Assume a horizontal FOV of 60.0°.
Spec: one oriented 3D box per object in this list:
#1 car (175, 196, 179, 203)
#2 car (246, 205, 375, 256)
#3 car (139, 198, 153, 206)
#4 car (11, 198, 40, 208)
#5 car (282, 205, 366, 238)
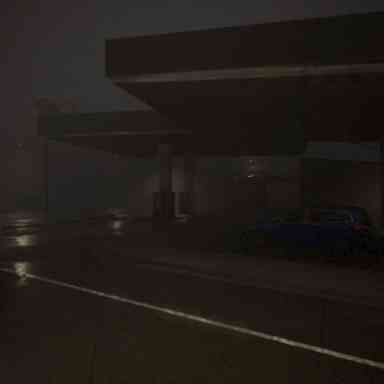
[{"bbox_3d":[-2.987,1.692,78.440,4.553,1.767,2.097,0,0,-20],"label":"car"},{"bbox_3d":[4.343,1.320,12.679,4.611,1.667,2.242,-1,0,36],"label":"car"},{"bbox_3d":[-8.179,1.873,64.014,4.181,1.385,1.994,0,0,-35],"label":"car"},{"bbox_3d":[-29.021,1.908,58.060,1.837,1.490,4.892,-2,0,32],"label":"car"},{"bbox_3d":[7.029,1.486,17.815,3.806,1.475,1.970,-1,0,36],"label":"car"}]
